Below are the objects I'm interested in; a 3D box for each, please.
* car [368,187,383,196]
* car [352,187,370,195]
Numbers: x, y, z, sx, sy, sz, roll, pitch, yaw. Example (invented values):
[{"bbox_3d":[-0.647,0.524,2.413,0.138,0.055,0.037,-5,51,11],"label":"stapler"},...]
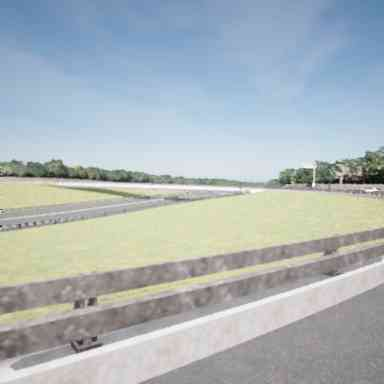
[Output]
[{"bbox_3d":[42.326,0.337,74.849,1.882,1.535,5.008,1,2,3],"label":"car"},{"bbox_3d":[42.649,-0.036,85.095,1.837,1.490,4.892,1,2,-3],"label":"car"}]
